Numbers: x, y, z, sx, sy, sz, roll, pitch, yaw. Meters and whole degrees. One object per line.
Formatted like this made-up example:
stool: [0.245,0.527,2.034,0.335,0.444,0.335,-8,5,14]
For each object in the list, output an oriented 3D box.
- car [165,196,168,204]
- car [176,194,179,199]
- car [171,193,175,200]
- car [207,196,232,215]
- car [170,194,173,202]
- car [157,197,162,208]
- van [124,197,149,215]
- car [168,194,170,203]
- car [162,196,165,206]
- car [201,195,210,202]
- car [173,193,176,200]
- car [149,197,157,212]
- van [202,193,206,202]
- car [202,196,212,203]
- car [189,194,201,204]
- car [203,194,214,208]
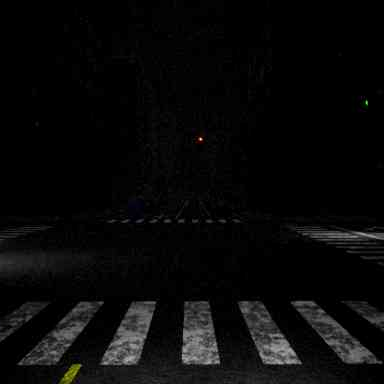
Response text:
car: [-5.563,1.569,56.068,1.947,1.339,4.313,0,0,0]
car: [-5.381,1.307,90.078,2.192,1.841,5.009,0,0,0]
car: [-5.472,1.544,73.072,1.887,1.381,4.507,0,0,0]
car: [2.842,1.442,33.352,1.967,1.590,4.097,0,0,0]
car: [-5.502,1.567,67.404,1.947,1.339,4.313,0,0,0]
car: [-5.623,1.569,44.732,1.947,1.339,4.313,0,0,0]
van: [-5.684,1.343,33.395,1.690,1.788,3.998,0,0,0]
car: [-5.533,1.527,61.566,1.752,1.417,4.829,0,0,0]
car: [-5.593,1.585,50.400,1.802,1.307,4.206,0,0,0]
car: [3.084,1.437,78.706,1.967,1.590,4.097,0,0,0]
car: [-5.442,1.522,78.571,1.752,1.417,4.829,0,0,0]
car: [-5.654,1.443,39.064,1.967,1.590,4.097,0,0,0]
van: [2.963,1.344,56.028,1.690,1.788,3.998,0,0,0]
car: [3.024,1.552,67.367,2.008,1.369,4.403,0,0,0]
car: [0.338,1.566,63.725,1.994,1.385,4.181,0,0,0]
car: [2.902,1.443,44.690,1.967,1.590,4.097,0,0,0]
